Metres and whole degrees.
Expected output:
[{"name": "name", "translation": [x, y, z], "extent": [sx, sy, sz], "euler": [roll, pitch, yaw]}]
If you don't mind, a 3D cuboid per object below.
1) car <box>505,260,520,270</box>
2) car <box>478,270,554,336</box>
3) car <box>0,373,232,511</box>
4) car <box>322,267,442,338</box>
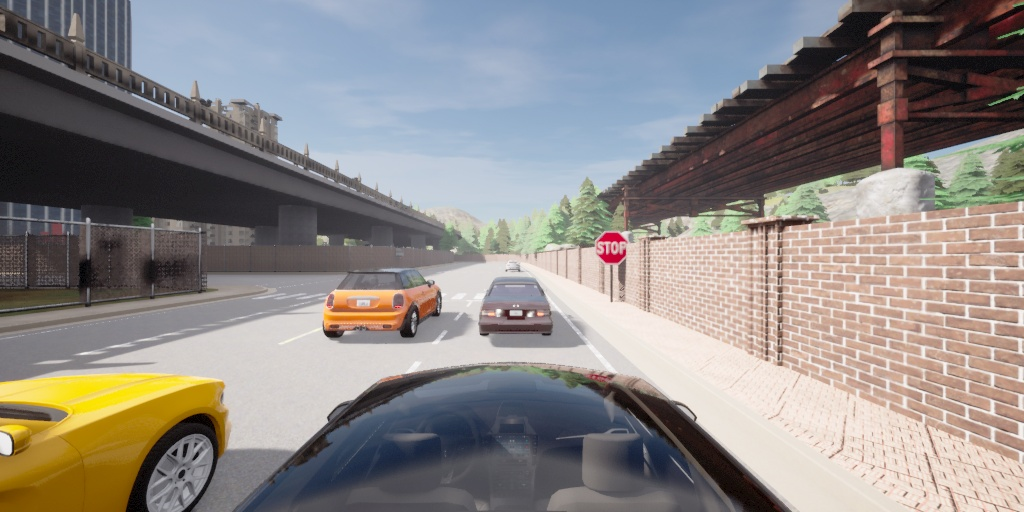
[{"name": "car", "translation": [0.113, 1.276, 46.246], "extent": [1.812, 1.442, 4.674], "euler": [0, 0, -1]}, {"name": "car", "translation": [0.088, 1.297, 10.369], "extent": [2.033, 1.411, 5.357], "euler": [0, 0, 0]}, {"name": "car", "translation": [-3.397, 1.228, 1.092], "extent": [1.882, 1.535, 5.008], "euler": [0, 0, 0]}, {"name": "car", "translation": [-3.413, 1.102, 10.350], "extent": [2.097, 1.767, 4.553], "euler": [0, 0, 0]}]
